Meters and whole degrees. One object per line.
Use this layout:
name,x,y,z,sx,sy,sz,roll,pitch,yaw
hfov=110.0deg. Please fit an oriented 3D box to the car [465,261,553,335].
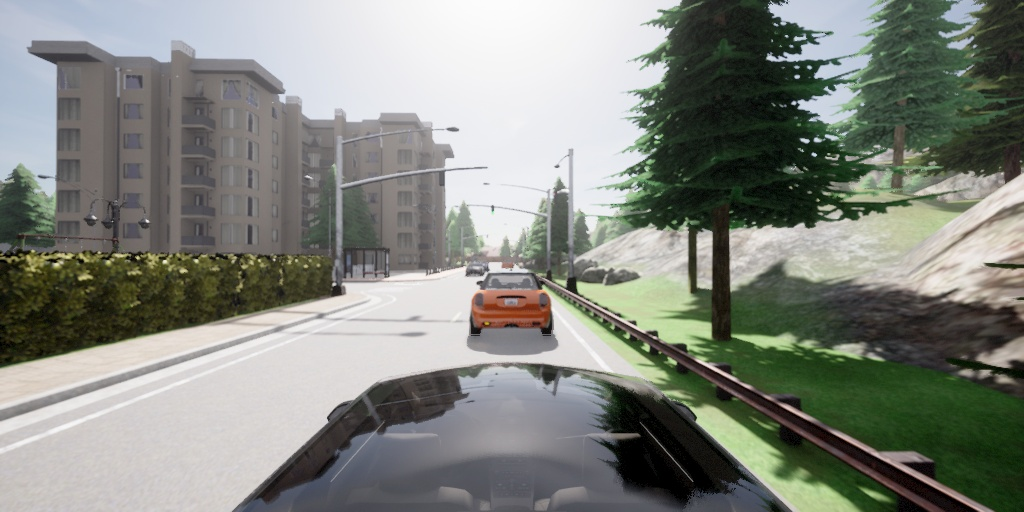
car,-0.033,1.155,10.860,2.097,1.767,4.553,0,0,-1

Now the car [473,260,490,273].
car,-4.276,1.389,50.313,2.097,1.767,4.553,0,0,-2

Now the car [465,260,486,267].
car,-4.127,1.483,40.401,1.837,1.490,4.892,0,0,-1
